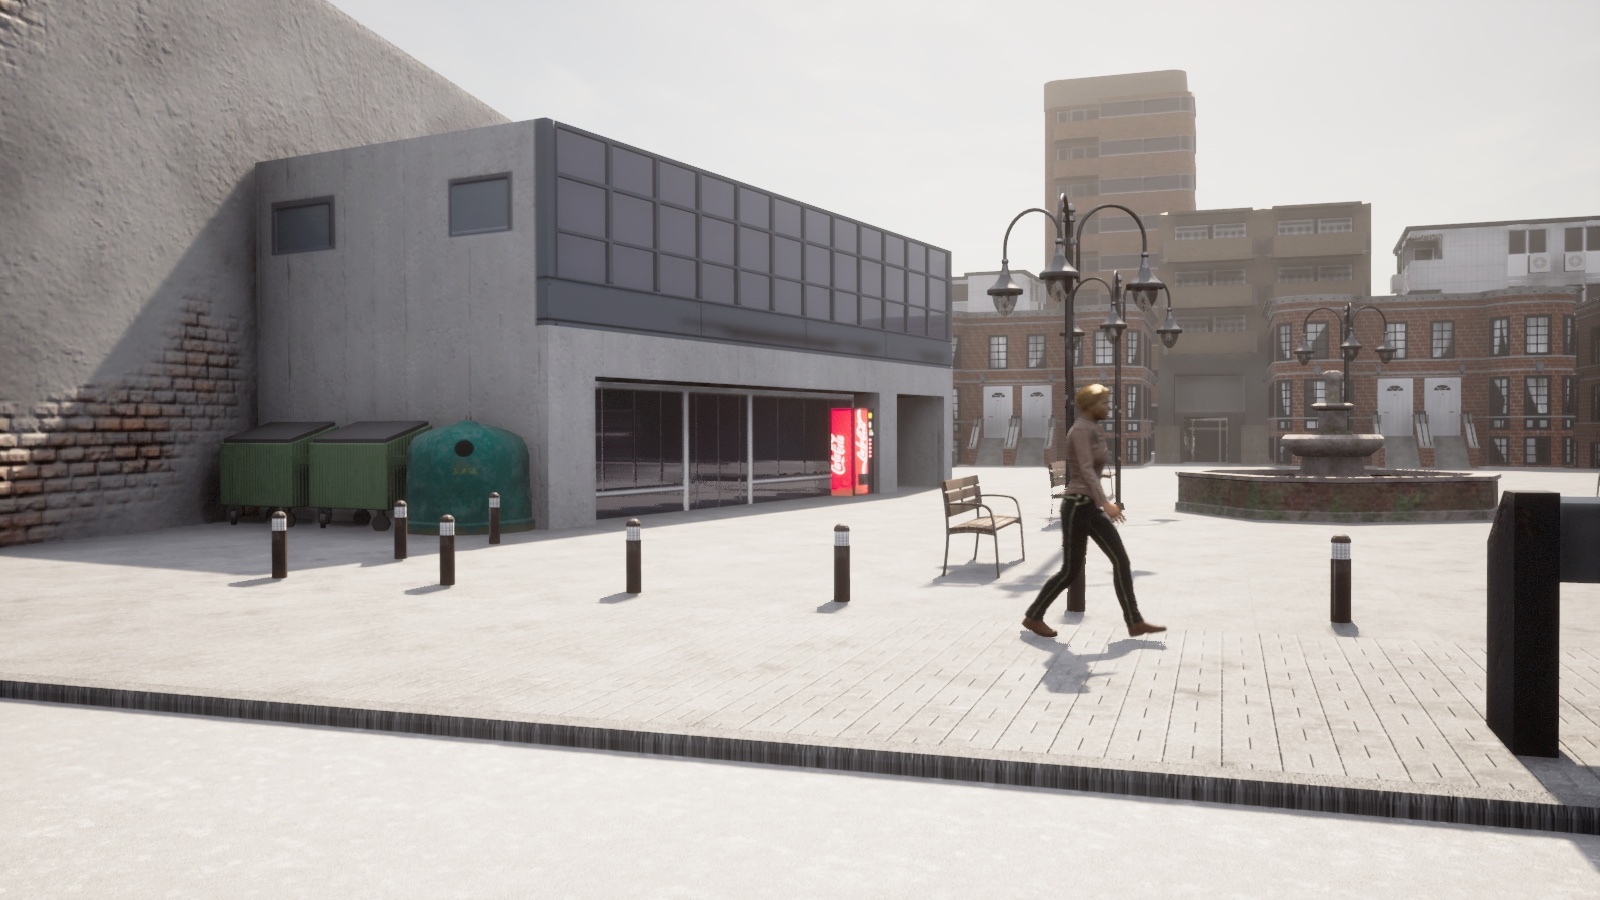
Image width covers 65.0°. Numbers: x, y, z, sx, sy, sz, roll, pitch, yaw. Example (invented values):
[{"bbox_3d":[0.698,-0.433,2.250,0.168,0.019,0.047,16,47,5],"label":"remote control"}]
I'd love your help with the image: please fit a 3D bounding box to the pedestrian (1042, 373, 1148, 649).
[{"bbox_3d":[2.040,0.405,8.678,0.634,1.846,0.331,1,1,29],"label":"pedestrian"}]
